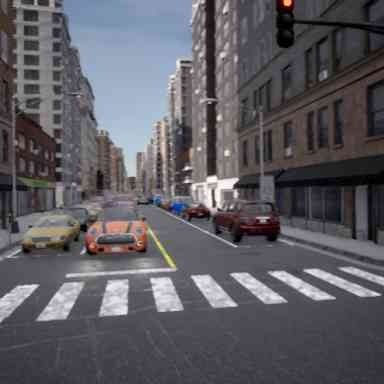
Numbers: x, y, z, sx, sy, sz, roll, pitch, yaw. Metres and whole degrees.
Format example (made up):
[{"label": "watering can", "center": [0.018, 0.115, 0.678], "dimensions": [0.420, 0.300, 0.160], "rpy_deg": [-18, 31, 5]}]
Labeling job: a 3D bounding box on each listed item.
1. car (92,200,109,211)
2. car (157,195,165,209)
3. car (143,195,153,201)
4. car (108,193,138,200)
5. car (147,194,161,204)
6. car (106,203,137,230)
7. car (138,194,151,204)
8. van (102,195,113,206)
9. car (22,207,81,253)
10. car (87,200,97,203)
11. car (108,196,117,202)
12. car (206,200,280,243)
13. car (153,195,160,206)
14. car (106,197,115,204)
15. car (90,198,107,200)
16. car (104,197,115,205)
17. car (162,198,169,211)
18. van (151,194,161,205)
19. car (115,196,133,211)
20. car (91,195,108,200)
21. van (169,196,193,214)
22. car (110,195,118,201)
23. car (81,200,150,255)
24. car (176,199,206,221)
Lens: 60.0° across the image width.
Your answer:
[{"label": "car", "center": [-11.491, 1.670, 42.125], "dimensions": [1.802, 1.307, 4.206], "rpy_deg": [0, 0, -11]}, {"label": "car", "center": [-3.164, 1.526, 43.959], "dimensions": [1.752, 1.417, 4.829], "rpy_deg": [0, 0, -11]}, {"label": "car", "center": [-10.962, 1.491, 82.602], "dimensions": [1.967, 1.590, 4.097], "rpy_deg": [-1, 0, -11]}, {"label": "car", "center": [-6.651, 1.273, 32.268], "dimensions": [2.150, 2.045, 5.566], "rpy_deg": [-1, 0, -10]}, {"label": "car", "center": [-7.607, 1.329, 65.972], "dimensions": [2.192, 1.841, 5.009], "rpy_deg": [0, 0, -11]}, {"label": "car", "center": [-4.729, 1.547, 22.600], "dimensions": [1.837, 1.490, 4.892], "rpy_deg": [-1, 0, -11]}, {"label": "car", "center": [-8.635, 1.600, 58.085], "dimensions": [1.994, 1.385, 4.181], "rpy_deg": [-1, 0, -11]}, {"label": "van", "center": [-14.847, 1.440, 58.755], "dimensions": [1.690, 1.788, 3.998], "rpy_deg": [0, 0, -11]}, {"label": "car", "center": [-5.868, 1.588, 14.242], "dimensions": [1.752, 1.417, 4.829], "rpy_deg": [0, 0, -11]}, {"label": "car", "center": [-8.104, 1.599, 25.329], "dimensions": [1.752, 1.417, 4.829], "rpy_deg": [0, 0, -11]}, {"label": "car", "center": [-19.319, 1.720, 80.924], "dimensions": [1.802, 1.307, 4.206], "rpy_deg": [-1, 0, -11]}, {"label": "car", "center": [2.460, 1.290, 16.068], "dimensions": [2.192, 1.841, 5.009], "rpy_deg": [0, 0, -11]}, {"label": "car", "center": [-4.249, 1.586, 49.338], "dimensions": [1.802, 1.307, 4.206], "rpy_deg": [0, 0, -11]}, {"label": "car", "center": [-17.082, 1.690, 69.842], "dimensions": [1.802, 1.307, 4.206], "rpy_deg": [0, 0, -11]}, {"label": "car", "center": [-9.222, 1.605, 30.872], "dimensions": [1.752, 1.417, 4.829], "rpy_deg": [0, 0, -11]}, {"label": "car", "center": [-15.964, 1.646, 64.299], "dimensions": [1.887, 1.381, 4.507], "rpy_deg": [0, 0, -11]}, {"label": "car", "center": [-2.012, 1.578, 38.247], "dimensions": [1.802, 1.307, 4.206], "rpy_deg": [0, 0, -11]}, {"label": "van", "center": [-5.369, 1.349, 54.882], "dimensions": [1.690, 1.788, 3.998], "rpy_deg": [0, 0, -11]}, {"label": "car", "center": [-8.551, 1.411, 41.921], "dimensions": [2.097, 1.767, 4.553], "rpy_deg": [-1, 0, -11]}, {"label": "car", "center": [-10.376, 1.399, 36.582], "dimensions": [2.192, 1.841, 5.009], "rpy_deg": [0, 0, -11]}, {"label": "van", "center": [-0.896, 1.333, 32.703], "dimensions": [1.690, 1.788, 3.998], "rpy_deg": [0, 0, -11]}, {"label": "car", "center": [-21.557, 1.615, 92.011], "dimensions": [1.967, 1.590, 4.097], "rpy_deg": [-1, 0, -11]}, {"label": "car", "center": [-2.978, 1.386, 13.603], "dimensions": [2.097, 1.767, 4.553], "rpy_deg": [-1, 0, -10]}, {"label": "car", "center": [0.225, 1.531, 27.157], "dimensions": [1.887, 1.381, 4.507], "rpy_deg": [0, 0, -11]}]
